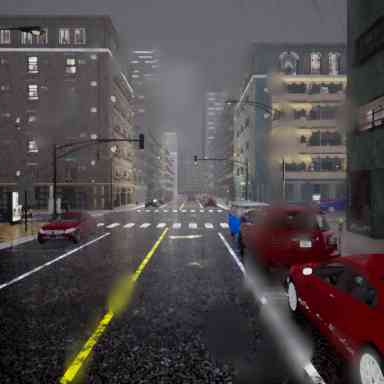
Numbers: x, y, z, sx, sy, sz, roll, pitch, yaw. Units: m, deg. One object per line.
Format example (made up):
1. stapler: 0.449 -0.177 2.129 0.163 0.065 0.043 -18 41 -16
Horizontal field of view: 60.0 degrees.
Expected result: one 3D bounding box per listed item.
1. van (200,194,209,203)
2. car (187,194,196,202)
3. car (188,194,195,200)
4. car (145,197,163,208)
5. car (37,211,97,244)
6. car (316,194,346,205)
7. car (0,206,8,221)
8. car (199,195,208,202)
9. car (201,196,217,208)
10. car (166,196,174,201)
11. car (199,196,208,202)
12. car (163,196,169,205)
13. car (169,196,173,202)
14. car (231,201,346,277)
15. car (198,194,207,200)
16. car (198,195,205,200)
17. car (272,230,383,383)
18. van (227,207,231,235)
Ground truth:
1. van: 2.633 1.354 70.236 1.690 1.788 3.998 0 0 0
2. car: -0.055 1.365 77.566 2.097 1.767 4.553 0 0 0
3. car: -0.061 1.335 87.602 1.882 1.535 5.008 0 0 0
4. car: -5.731 1.567 48.148 1.947 1.339 4.313 0 0 0
5. car: -5.708 1.580 15.743 1.802 1.307 4.206 0 0 0
6. car: 14.919 1.224 32.710 5.008 1.535 1.882 -1 0 0
7. car: -17.628 1.808 29.253 4.181 1.385 1.994 -1 0 0
8. car: 2.647 1.570 53.666 1.947 1.339 4.313 0 0 0
9. car: 2.651 1.583 48.142 1.802 1.307 4.206 0 0 0
10. car: -5.758 1.607 86.813 1.802 1.307 4.206 0 0 0
11. car: 2.631 1.582 75.760 1.947 1.339 4.313 0 0 0
12. car: -5.738 1.572 59.196 1.947 1.339 4.313 0 0 0
13. car: -5.750 1.561 75.766 1.887 1.381 4.507 0 0 0
14. car: 2.675 1.313 10.220 2.192 1.841 5.009 0 0 0
15. car: 2.639 1.554 64.713 1.887 1.381 4.507 0 0 0
16. car: 2.619 1.555 92.499 1.752 1.417 4.829 -1 0 0
17. car: 2.681 1.544 4.692 1.887 1.381 4.507 0 0 0
18. van: 2.672 1.339 15.748 1.690 1.788 3.998 0 0 0
